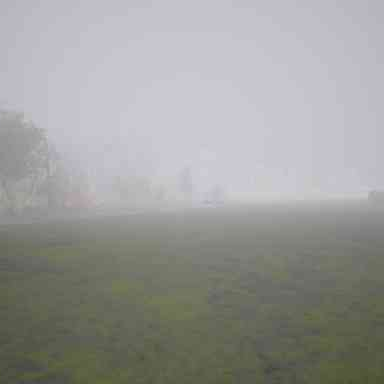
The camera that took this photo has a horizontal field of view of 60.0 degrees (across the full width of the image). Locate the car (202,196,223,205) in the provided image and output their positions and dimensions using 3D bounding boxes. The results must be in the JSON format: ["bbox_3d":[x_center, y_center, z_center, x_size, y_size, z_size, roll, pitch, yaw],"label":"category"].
[{"bbox_3d":[3.398,1.425,55.127,1.994,1.385,4.181,0,0,37],"label":"car"}]
